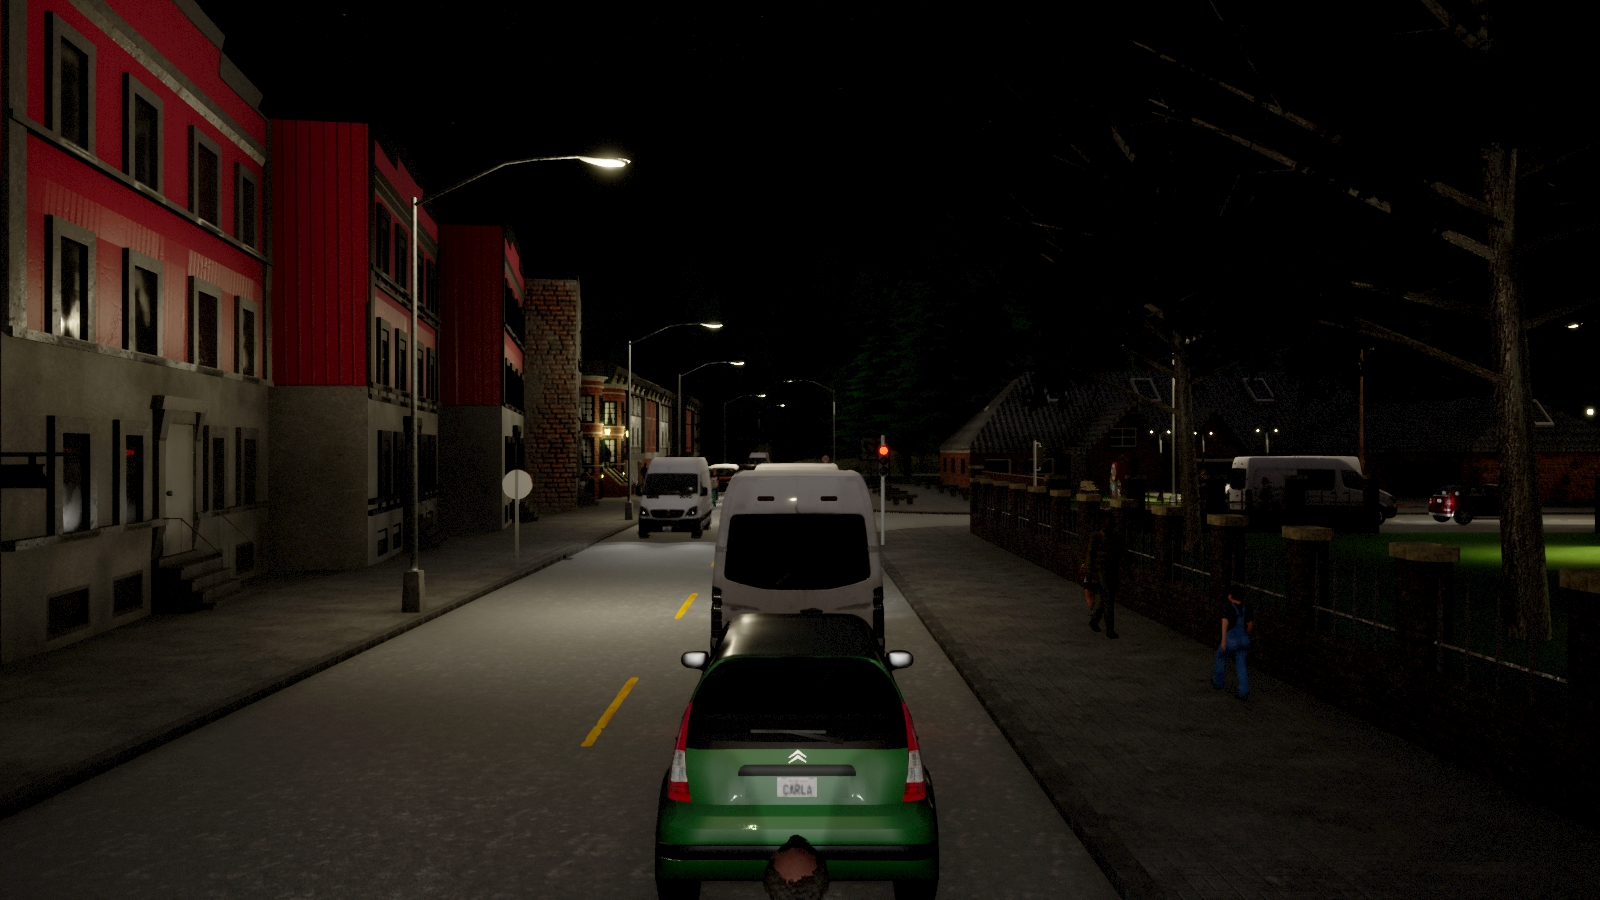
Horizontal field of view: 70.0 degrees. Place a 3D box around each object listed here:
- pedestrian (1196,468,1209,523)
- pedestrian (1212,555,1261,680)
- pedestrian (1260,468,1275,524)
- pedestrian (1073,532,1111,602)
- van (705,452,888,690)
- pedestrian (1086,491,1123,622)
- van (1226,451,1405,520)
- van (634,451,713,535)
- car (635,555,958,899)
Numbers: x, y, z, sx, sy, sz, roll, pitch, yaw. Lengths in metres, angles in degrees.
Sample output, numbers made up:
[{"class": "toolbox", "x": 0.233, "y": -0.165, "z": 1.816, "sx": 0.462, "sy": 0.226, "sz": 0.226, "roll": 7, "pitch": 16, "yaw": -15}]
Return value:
[{"class": "pedestrian", "x": 13.541, "y": 1.525, "z": 38.429, "sx": 0.375, "sy": 1.860, "sz": 0.375, "roll": 0, "pitch": 0, "yaw": 10}, {"class": "pedestrian", "x": 4.735, "y": 1.805, "z": 12.405, "sx": 0.375, "sy": 1.300, "sz": 0.375, "roll": 0, "pitch": 0, "yaw": -5}, {"class": "pedestrian", "x": 15.641, "y": 1.525, "z": 38.243, "sx": 0.375, "sy": 1.860, "sz": 0.375, "roll": 0, "pitch": 0, "yaw": 4}, {"class": "pedestrian", "x": 4.768, "y": 1.904, "z": 18.670, "sx": 0.500, "sy": 1.100, "sz": 0.500, "roll": 0, "pitch": 0, "yaw": -1}, {"class": "van", "x": -0.048, "y": 1.314, "z": 15.312, "sx": 1.988, "sy": 2.561, "sz": 5.915, "roll": 0, "pitch": 0, "yaw": 0}, {"class": "pedestrian", "x": 4.407, "y": 1.525, "z": 16.550, "sx": 0.375, "sy": 1.860, "sz": 0.375, "roll": 0, "pitch": 0, "yaw": -14}, {"class": "van", "x": 19.552, "y": 1.314, "z": 43.543, "sx": 5.915, "sy": 2.561, "sz": 1.988, "roll": 0, "pitch": 0, "yaw": 1}, {"class": "van", "x": -4.099, "y": 1.314, "z": 38.008, "sx": 1.988, "sy": 2.561, "sz": 5.915, "roll": 0, "pitch": 0, "yaw": 0}, {"class": "car", "x": -0.023, "y": 1.779, "z": 8.527, "sx": 1.851, "sy": 1.617, "sz": 3.988, "roll": 0, "pitch": 0, "yaw": 0}]
